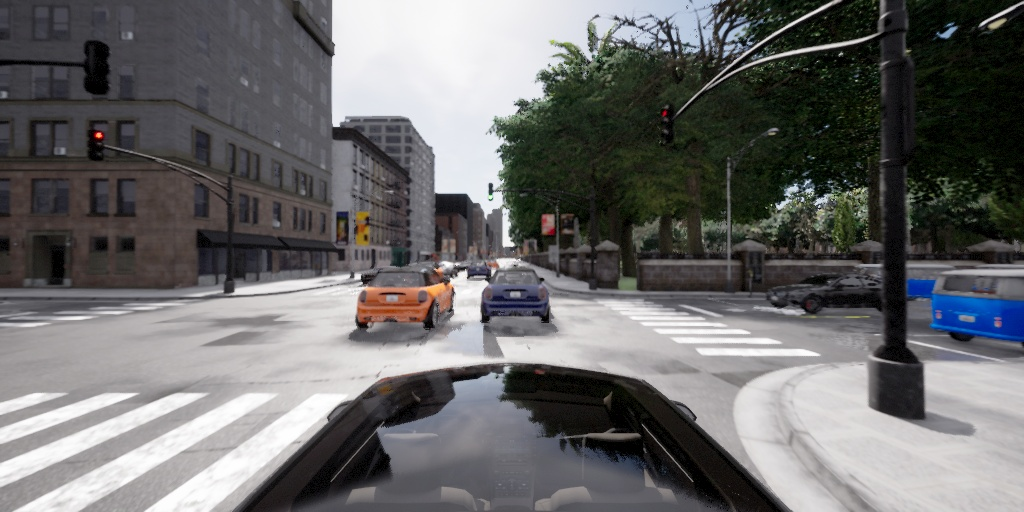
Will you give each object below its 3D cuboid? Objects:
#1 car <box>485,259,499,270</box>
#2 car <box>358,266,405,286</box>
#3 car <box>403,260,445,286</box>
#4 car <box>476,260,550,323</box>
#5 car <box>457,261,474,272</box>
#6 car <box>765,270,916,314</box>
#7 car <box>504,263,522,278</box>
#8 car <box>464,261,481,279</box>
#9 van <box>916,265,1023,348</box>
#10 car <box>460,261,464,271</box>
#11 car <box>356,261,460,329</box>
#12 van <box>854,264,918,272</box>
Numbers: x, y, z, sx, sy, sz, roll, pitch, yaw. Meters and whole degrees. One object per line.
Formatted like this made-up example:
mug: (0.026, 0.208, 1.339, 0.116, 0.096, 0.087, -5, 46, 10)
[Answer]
car: (-3.246, 1.378, 59.975, 2.097, 1.767, 4.553, 0, 0, 0)
car: (-9.848, 1.480, 27.492, 1.895, 1.301, 4.718, 0, 0, 0)
car: (-6.598, 1.231, 27.410, 2.097, 1.767, 4.553, 0, 0, 0)
car: (0.098, 1.158, 12.596, 2.097, 1.767, 4.553, 0, 0, 0)
car: (-6.579, 1.492, 51.107, 1.837, 1.490, 4.892, 0, 0, 0)
car: (12.597, 1.412, 14.061, 4.674, 1.442, 1.812, 0, 0, -1)
car: (0.090, 1.454, 38.050, 1.812, 1.442, 4.674, 0, 0, 0)
car: (-3.160, 1.268, 35.481, 2.097, 1.767, 4.553, 0, 0, 0)
van: (12.159, 1.190, 8.103, 3.998, 1.789, 1.690, 0, 0, 1)
car: (-6.600, 1.412, 36.432, 2.128, 1.511, 4.902, 0, 0, 0)
car: (-3.150, 1.147, 11.547, 2.097, 1.767, 4.553, 0, 0, 0)
van: (17.921, 1.263, 16.553, 3.998, 1.789, 1.690, 0, 0, 1)
